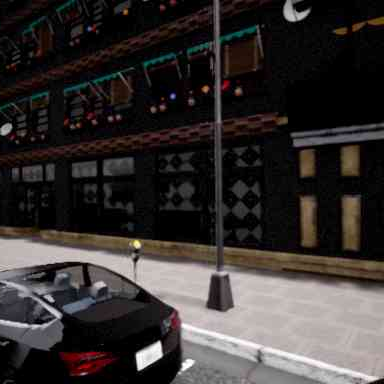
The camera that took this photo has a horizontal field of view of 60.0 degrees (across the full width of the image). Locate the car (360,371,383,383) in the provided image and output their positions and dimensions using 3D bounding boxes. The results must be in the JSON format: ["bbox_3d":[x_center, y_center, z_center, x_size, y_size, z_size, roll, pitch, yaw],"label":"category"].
[{"bbox_3d":[2.513,1.425,1.085,4.097,1.590,1.967,-1,-1,36],"label":"car"}]

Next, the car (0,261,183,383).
[{"bbox_3d":[-2.098,1.609,4.374,4.313,1.339,1.947,-1,-1,36],"label":"car"}]
